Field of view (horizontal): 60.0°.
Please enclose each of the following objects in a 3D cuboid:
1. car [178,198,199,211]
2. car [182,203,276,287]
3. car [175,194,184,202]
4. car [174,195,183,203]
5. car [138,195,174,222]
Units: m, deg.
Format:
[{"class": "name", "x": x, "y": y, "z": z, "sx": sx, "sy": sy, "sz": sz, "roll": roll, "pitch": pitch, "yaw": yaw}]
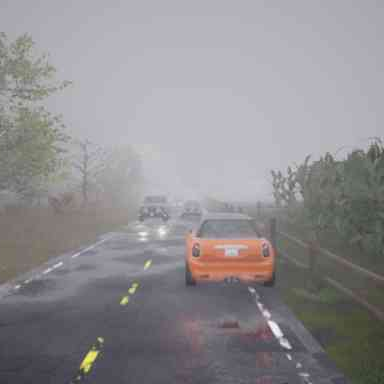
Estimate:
[{"class": "car", "x": 0.012, "y": 1.558, "z": 29.996, "sx": 2.033, "sy": 1.411, "sz": 5.357, "roll": 0, "pitch": 0, "yaw": 0}, {"class": "car", "x": 0.898, "y": 1.359, "z": 9.497, "sx": 2.097, "sy": 1.767, "sz": 4.553, "roll": 0, "pitch": 0, "yaw": 1}, {"class": "car", "x": -2.771, "y": 1.354, "z": 76.531, "sx": 1.882, "sy": 1.535, "sz": 5.008, "roll": 0, "pitch": 0, "yaw": 0}, {"class": "car", "x": -2.774, "y": 1.518, "z": 66.958, "sx": 2.033, "sy": 1.411, "sz": 5.357, "roll": 0, "pitch": 0, "yaw": 0}, {"class": "car", "x": -2.857, "y": 1.232, "z": 26.452, "sx": 2.150, "sy": 2.045, "sz": 5.566, "roll": 0, "pitch": 0, "yaw": 0}]
